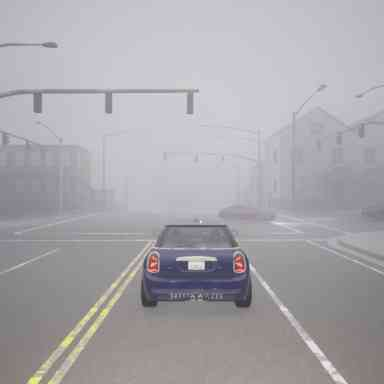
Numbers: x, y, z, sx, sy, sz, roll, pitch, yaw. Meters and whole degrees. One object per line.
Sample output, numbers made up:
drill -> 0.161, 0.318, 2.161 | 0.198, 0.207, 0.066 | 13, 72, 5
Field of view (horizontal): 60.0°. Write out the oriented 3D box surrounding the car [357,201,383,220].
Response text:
car -> 16.442, 1.491, 27.722 | 4.902, 1.511, 2.128 | 0, 0, -1

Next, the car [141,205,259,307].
car -> 0.095, 1.352, 8.141 | 2.097, 1.767, 4.553 | 0, 0, 0

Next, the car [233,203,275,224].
car -> 4.106, 1.552, 25.013 | 4.181, 1.385, 1.994 | 0, 0, 25
